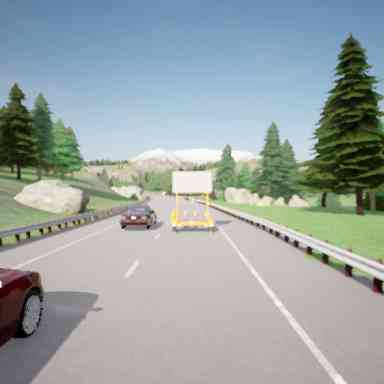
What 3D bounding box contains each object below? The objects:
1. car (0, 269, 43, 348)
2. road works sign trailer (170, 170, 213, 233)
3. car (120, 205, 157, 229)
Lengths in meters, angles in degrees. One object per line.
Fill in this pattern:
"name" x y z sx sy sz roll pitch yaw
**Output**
"car" -3.399 1.481 3.548 1.882 1.535 5.008 0 0 0
"road works sign trailer" 0.021 0.480 19.598 2.380 3.560 2.880 0 0 -1
"car" -3.439 1.565 21.942 2.033 1.411 5.357 0 0 -1
